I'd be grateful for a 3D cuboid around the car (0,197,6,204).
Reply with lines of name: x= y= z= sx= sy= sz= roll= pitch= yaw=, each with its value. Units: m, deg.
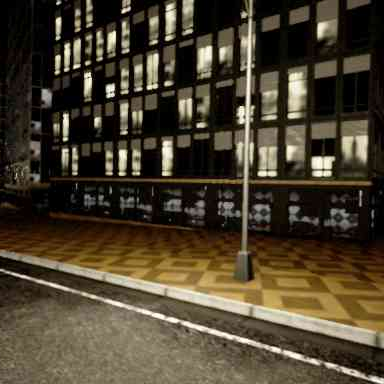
car: x=-36.729 y=1.703 z=67.038 sx=4.507 sy=1.381 sz=1.887 roll=1 pitch=1 yaw=-34
